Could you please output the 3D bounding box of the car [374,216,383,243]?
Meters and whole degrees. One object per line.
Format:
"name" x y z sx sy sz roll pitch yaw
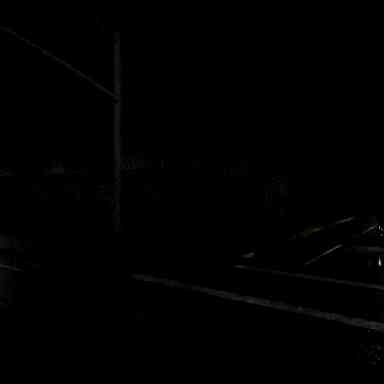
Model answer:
"car" 9.680 1.466 15.217 1.837 1.490 4.892 0 0 35
